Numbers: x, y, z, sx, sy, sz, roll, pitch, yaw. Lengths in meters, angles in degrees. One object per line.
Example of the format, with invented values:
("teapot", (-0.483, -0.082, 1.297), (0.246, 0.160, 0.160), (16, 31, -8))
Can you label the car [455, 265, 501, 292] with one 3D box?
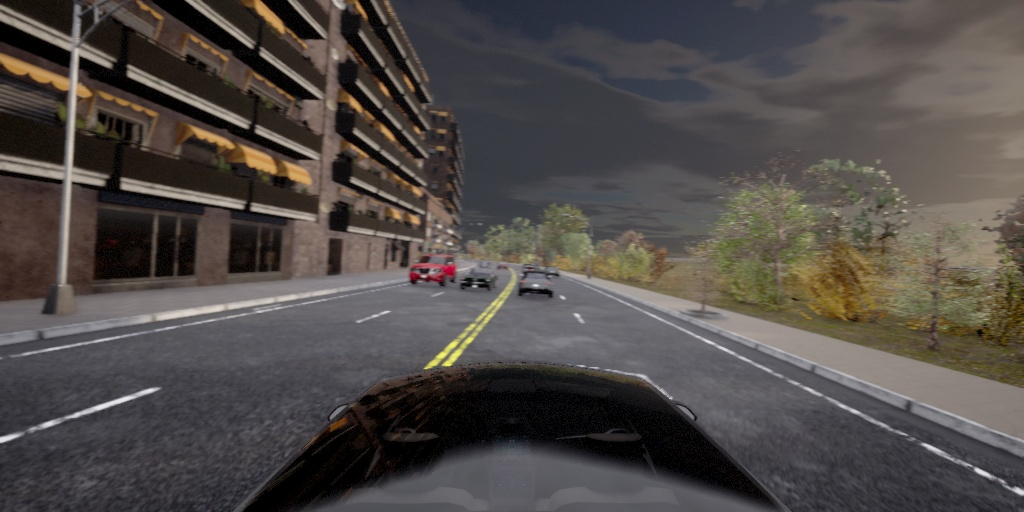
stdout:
("car", (-2.001, 1.438, 22.514), (1.895, 1.301, 4.718), (3, -1, 3))

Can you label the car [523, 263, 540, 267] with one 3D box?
("car", (2.025, 1.770, 43.713), (1.837, 1.490, 4.892), (3, -1, 0))

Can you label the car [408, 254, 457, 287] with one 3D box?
("car", (-5.148, 0.895, 24.244), (2.150, 2.045, 5.566), (3, -1, 3))

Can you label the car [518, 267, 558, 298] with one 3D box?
("car", (1.390, 1.581, 21.232), (1.994, 1.385, 4.181), (3, -1, 3))

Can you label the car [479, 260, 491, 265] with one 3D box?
("car", (-4.918, 1.556, 64.705), (2.128, 1.511, 4.902), (3, 0, -1))

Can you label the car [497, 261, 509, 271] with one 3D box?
("car", (-1.642, 1.713, 63.795), (1.882, 1.535, 5.008), (3, 0, -1))

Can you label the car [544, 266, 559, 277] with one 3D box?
("car", (5.252, 2.056, 48.727), (1.994, 1.385, 4.181), (3, -1, 0))
